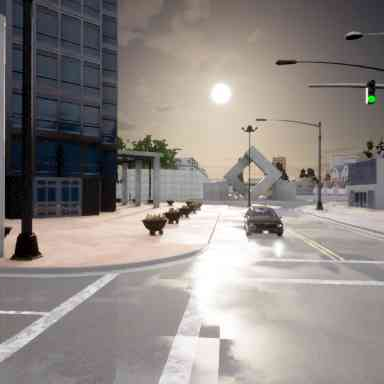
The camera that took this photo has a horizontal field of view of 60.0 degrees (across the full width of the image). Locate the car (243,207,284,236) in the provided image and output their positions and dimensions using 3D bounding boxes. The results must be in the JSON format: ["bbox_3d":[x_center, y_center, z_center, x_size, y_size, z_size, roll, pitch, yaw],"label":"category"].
[{"bbox_3d":[3.848,1.536,18.552,2.033,1.411,5.357,0,0,7],"label":"car"}]
